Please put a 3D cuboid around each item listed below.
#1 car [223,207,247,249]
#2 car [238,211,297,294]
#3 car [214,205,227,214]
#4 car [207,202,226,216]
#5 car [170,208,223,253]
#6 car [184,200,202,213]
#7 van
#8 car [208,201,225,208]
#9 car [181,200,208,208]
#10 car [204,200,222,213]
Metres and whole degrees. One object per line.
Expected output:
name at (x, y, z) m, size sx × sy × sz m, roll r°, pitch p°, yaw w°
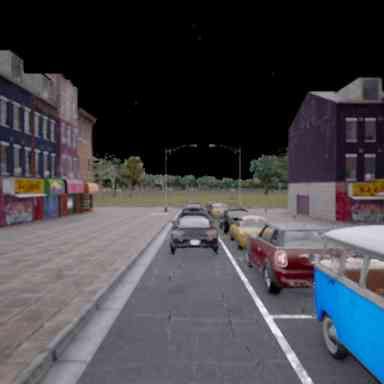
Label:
car at (2.624, 1.609, 14.727) m, size 1.752 × 1.417 × 4.829 m, roll -1°, pitch 0°, yaw 0°
car at (2.621, 1.492, 9.025) m, size 1.967 × 1.590 × 4.097 m, roll -1°, pitch 0°, yaw 0°
car at (2.627, 1.681, 20.089) m, size 1.947 × 1.339 × 4.313 m, roll -1°, pitch 0°, yaw 0°
car at (2.631, 1.792, 36.687) m, size 1.802 × 1.307 × 4.206 m, roll -1°, pitch 0°, yaw 0°
car at (0.072, 1.605, 13.921) m, size 1.812 × 1.442 × 4.674 m, roll 0°, pitch 0°, yaw -1°
car at (0.111, 1.725, 40.652) m, size 2.128 × 1.511 × 4.902 m, roll 0°, pitch 0°, yaw 0°
van at (2.617, 1.362, 3.493) m, size 1.690 × 1.788 × 3.998 m, roll -1°, pitch 0°, yaw 0°
car at (2.629, 1.705, 31.324) m, size 1.752 × 1.417 × 4.829 m, roll -1°, pitch 0°, yaw 0°
car at (0.106, 1.662, 27.696) m, size 1.837 × 1.490 × 4.892 m, roll 0°, pitch -1°, yaw 0°
car at (2.632, 1.793, 42.219) m, size 2.008 × 1.369 × 4.403 m, roll -1°, pitch 0°, yaw 0°
